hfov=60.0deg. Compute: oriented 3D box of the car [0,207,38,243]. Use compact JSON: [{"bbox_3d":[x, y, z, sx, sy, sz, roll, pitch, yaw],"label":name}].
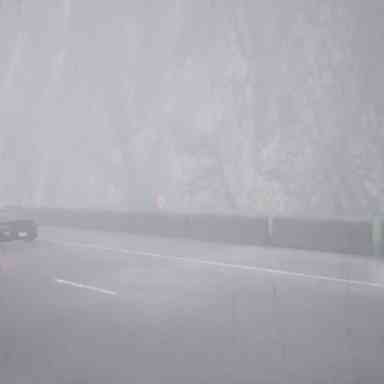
[{"bbox_3d":[-8.099,1.346,13.381,4.674,1.442,1.812,0,1,33],"label":"car"}]
